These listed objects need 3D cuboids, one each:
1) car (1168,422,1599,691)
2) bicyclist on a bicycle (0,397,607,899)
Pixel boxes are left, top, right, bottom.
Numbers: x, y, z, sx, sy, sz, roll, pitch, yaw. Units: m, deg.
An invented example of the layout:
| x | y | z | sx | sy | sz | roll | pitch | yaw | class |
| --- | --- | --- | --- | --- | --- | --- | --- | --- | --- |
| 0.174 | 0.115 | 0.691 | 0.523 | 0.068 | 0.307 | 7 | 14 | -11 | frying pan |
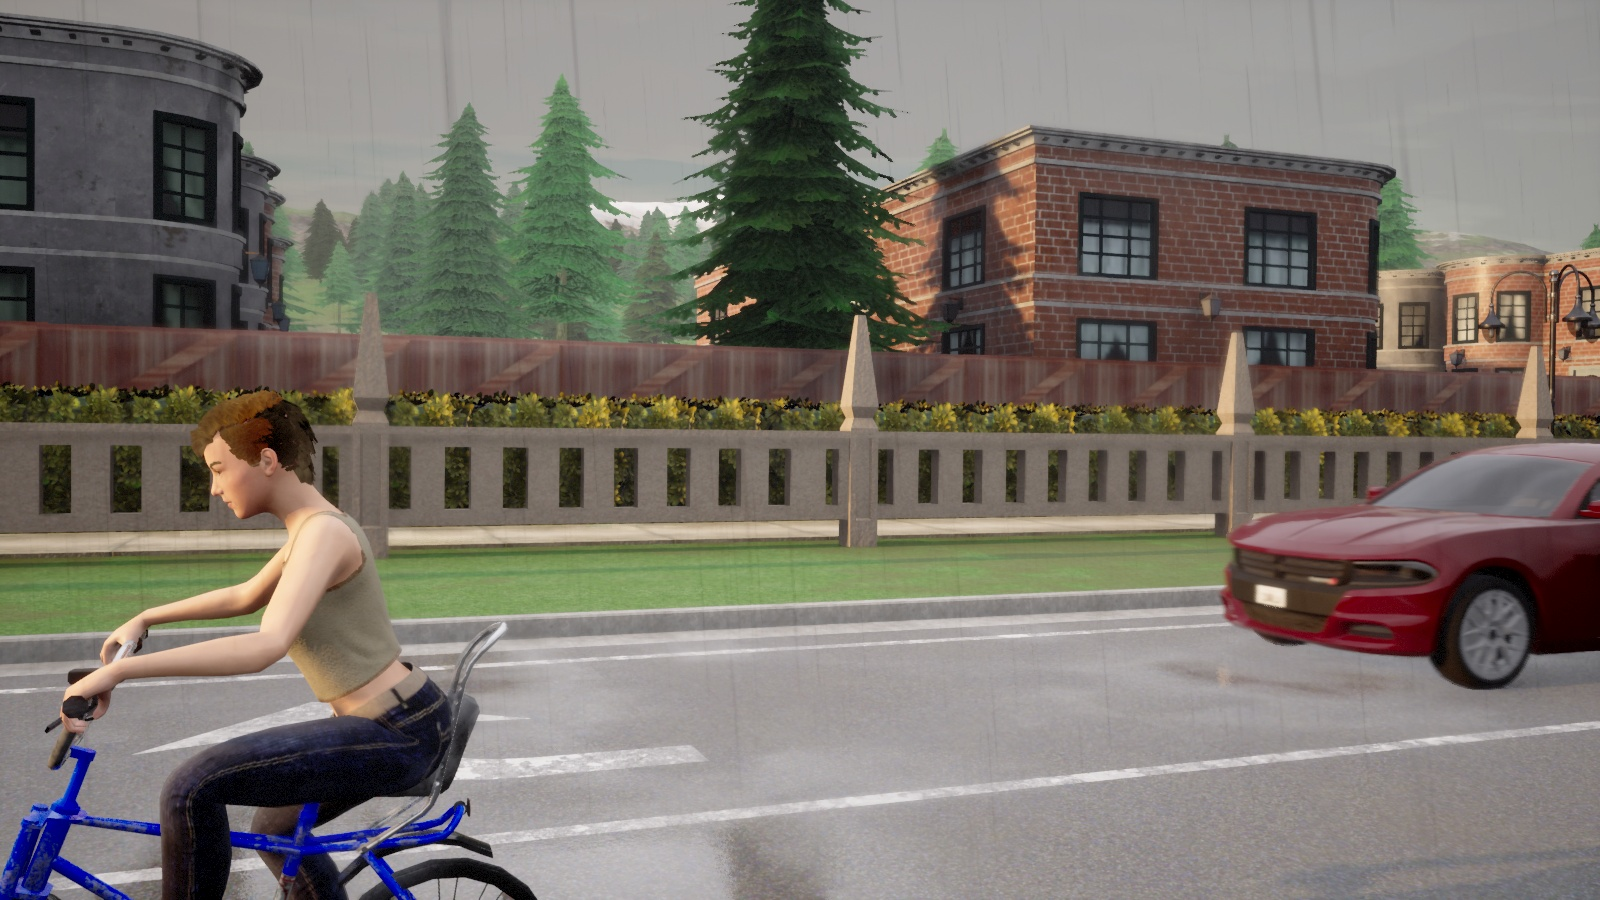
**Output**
| x | y | z | sx | sy | sz | roll | pitch | yaw | class |
| --- | --- | --- | --- | --- | --- | --- | --- | --- | --- |
| 5.316 | 0.572 | 9.002 | 5.008 | 1.535 | 1.882 | -1 | 1 | -21 | car |
| -1.262 | 0.703 | 2.754 | 1.509 | 1.612 | 0.866 | -1 | 1 | -20 | bicyclist on a bicycle |
